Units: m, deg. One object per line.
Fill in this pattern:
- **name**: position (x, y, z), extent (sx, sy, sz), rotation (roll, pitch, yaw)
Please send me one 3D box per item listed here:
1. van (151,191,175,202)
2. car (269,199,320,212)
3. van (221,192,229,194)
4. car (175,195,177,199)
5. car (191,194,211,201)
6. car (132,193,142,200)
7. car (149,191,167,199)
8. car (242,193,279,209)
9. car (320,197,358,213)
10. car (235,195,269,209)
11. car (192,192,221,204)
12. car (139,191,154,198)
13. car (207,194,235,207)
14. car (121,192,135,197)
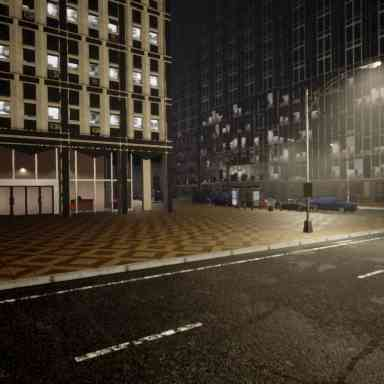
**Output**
- **van**: position (-5.222, 0.937, 58.792), extent (1.690, 1.788, 3.998), rotation (0, 1, -35)
- **car**: position (10.792, 1.424, 35.318), extent (1.947, 1.339, 4.313), rotation (0, 1, -35)
- **van**: position (4.903, 0.855, 58.863), extent (1.690, 1.788, 3.998), rotation (0, 1, -35)
- **car**: position (-4.769, 0.936, 72.908), extent (1.802, 1.307, 4.206), rotation (0, 1, -35)
- **car**: position (1.680, 1.043, 63.547), extent (1.802, 1.307, 4.206), rotation (0, 1, -35)
- **car**: position (-11.671, 1.039, 68.155), extent (2.008, 1.369, 4.403), rotation (0, 1, -35)
- **car**: position (-7.993, 0.615, 77.585), extent (2.192, 1.841, 5.009), rotation (0, 1, -35)
- **car**: position (8.789, 1.098, 43.003), extent (2.097, 1.767, 4.553), rotation (-1, 1, -34)
- **car**: position (14.588, 1.317, 34.585), extent (1.882, 1.535, 5.008), rotation (-1, 1, -35)
- **car**: position (7.582, 1.388, 40.011), extent (1.802, 1.307, 4.206), rotation (0, 1, -35)
- **car**: position (2.002, 0.991, 52.884), extent (2.097, 1.767, 4.553), rotation (-1, 1, -34)
- **car**: position (-11.218, 0.686, 82.267), extent (1.967, 1.590, 4.097), rotation (0, 1, -35)
- **car**: position (4.406, 1.319, 44.724), extent (1.947, 1.339, 4.313), rotation (0, 1, -35)
- **car**: position (-17.666, 0.688, 91.629), extent (2.008, 1.369, 4.403), rotation (0, 1, -35)
